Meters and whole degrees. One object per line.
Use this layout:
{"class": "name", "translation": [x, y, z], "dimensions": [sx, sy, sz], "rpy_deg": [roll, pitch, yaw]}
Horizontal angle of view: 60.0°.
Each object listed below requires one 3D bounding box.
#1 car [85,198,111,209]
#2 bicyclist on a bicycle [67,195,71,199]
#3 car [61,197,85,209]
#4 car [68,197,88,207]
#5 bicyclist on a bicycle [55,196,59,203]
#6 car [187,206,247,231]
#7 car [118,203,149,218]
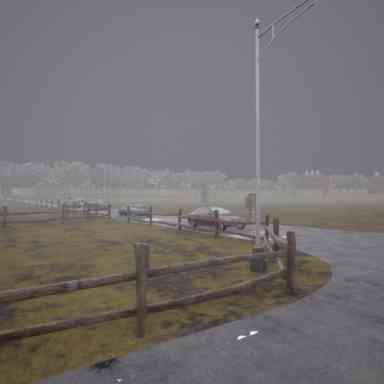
{"class": "car", "translation": [-13.092, 1.659, 47.297], "dimensions": [2.128, 1.511, 4.902], "rpy_deg": [-1, 1, -35]}
{"class": "bicyclist on a bicycle", "translation": [-23.362, 1.503, 63.077], "dimensions": [0.659, 1.776, 1.843], "rpy_deg": [-1, 1, -35]}
{"class": "car", "translation": [-17.979, 1.768, 49.363], "dimensions": [2.033, 1.411, 5.357], "rpy_deg": [-1, 1, -35]}
{"class": "car", "translation": [-19.127, 1.664, 55.770], "dimensions": [1.837, 1.490, 4.892], "rpy_deg": [-1, 1, -35]}
{"class": "bicyclist on a bicycle", "translation": [-28.555, 1.561, 70.430], "dimensions": [0.866, 1.612, 1.509], "rpy_deg": [-1, 1, -35]}
{"class": "car", "translation": [1.494, 1.664, 21.692], "dimensions": [1.812, 1.442, 4.674], "rpy_deg": [-1, 1, -36]}
{"class": "car", "translation": [-5.450, 1.747, 31.453], "dimensions": [1.994, 1.385, 4.181], "rpy_deg": [-1, 1, -35]}
